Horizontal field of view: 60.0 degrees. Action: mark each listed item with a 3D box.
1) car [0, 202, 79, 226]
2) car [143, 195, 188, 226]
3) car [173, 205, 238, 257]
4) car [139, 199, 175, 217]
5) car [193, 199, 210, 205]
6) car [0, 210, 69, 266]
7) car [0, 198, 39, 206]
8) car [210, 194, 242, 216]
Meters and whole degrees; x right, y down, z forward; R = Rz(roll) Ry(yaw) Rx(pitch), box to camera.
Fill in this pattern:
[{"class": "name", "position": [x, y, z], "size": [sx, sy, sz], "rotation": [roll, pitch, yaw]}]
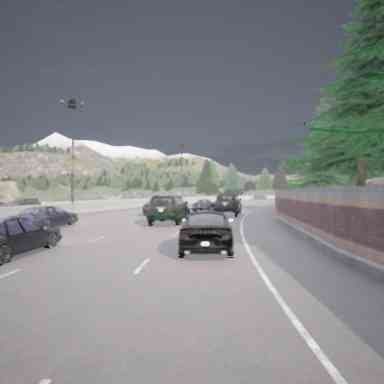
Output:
[{"class": "car", "position": [-9.130, 1.583, 20.831], "size": [2.033, 1.411, 5.357], "rotation": [0, 0, 7]}, {"class": "car", "position": [-1.598, 1.227, 23.691], "size": [2.150, 2.045, 5.566], "rotation": [0, 0, 8]}, {"class": "car", "position": [0.599, 1.473, 12.899], "size": [1.882, 1.535, 5.008], "rotation": [0, 0, 4]}, {"class": "car", "position": [-3.352, 1.500, 33.054], "size": [2.128, 1.511, 4.902], "rotation": [0, 0, 13]}, {"class": "car", "position": [1.395, 1.534, 37.587], "size": [2.033, 1.411, 5.357], "rotation": [0, 0, 15]}, {"class": "car", "position": [-6.545, 1.574, 11.614], "size": [2.033, 1.411, 5.357], "rotation": [0, 0, 4]}, {"class": "car", "position": [-17.610, 1.420, 34.366], "size": [2.097, 1.767, 4.553], "rotation": [0, 0, 12]}, {"class": "car", "position": [3.482, 1.200, 31.733], "size": [2.150, 2.045, 5.566], "rotation": [0, 0, 13]}]
